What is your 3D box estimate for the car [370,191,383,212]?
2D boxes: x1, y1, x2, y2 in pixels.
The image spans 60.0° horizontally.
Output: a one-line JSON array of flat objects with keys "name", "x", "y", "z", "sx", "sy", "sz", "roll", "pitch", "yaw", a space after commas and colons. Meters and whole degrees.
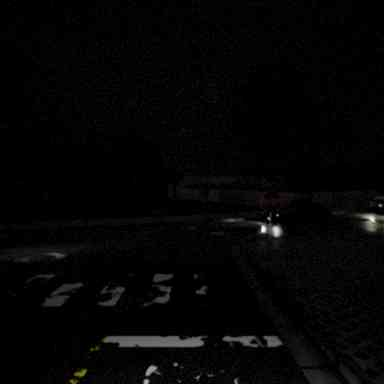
[{"name": "car", "x": 18.155, "y": 0.748, "z": 29.590, "sx": 5.566, "sy": 2.045, "sz": 2.150, "roll": -1, "pitch": 3, "yaw": -34}]

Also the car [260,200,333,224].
[{"name": "car", "x": 7.289, "y": 1.291, "z": 22.848, "sx": 5.357, "sy": 1.411, "sz": 2.033, "roll": -1, "pitch": 3, "yaw": -30}]
